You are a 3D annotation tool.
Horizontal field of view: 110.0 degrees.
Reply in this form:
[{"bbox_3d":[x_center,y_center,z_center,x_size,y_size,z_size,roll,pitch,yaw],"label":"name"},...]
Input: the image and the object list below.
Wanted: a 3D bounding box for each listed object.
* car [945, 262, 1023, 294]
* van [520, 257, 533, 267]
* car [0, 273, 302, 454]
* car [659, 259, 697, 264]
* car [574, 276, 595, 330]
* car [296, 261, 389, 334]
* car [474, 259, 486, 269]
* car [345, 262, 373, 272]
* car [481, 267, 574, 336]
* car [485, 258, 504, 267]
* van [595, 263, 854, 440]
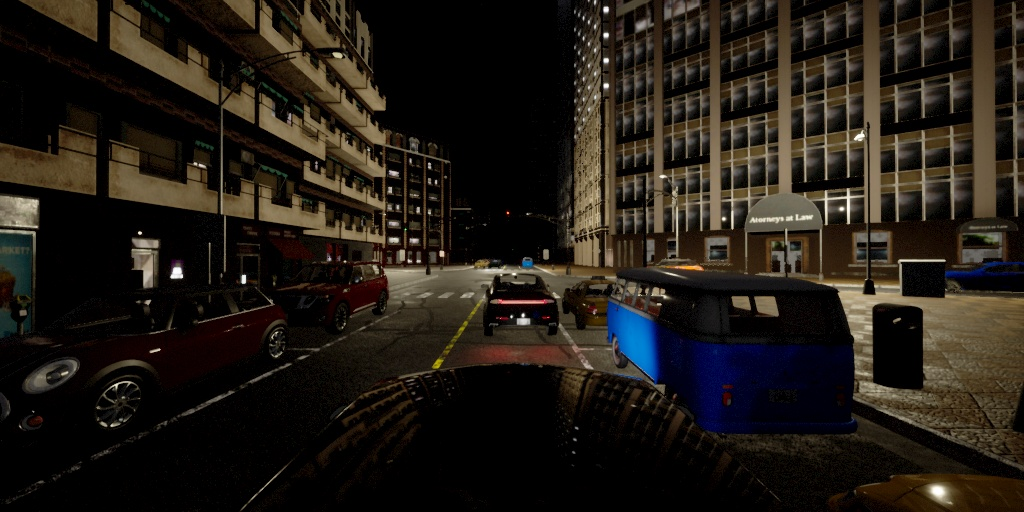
[{"bbox_3d":[22.714,1.027,16.721,5.008,1.535,1.882,-1,-1,41],"label":"car"},{"bbox_3d":[2.579,1.168,59.775,1.690,1.789,3.998,0,0,0],"label":"van"},{"bbox_3d":[-5.314,1.191,5.242,1.967,1.591,4.097,0,0,0],"label":"car"},{"bbox_3d":[11.491,1.015,26.346,4.553,1.767,2.097,-1,-1,41],"label":"car"},{"bbox_3d":[2.568,1.279,10.952,1.751,1.417,4.829,0,0,0],"label":"car"},{"bbox_3d":[-5.312,1.068,10.778,2.192,1.841,5.009,0,0,0],"label":"car"},{"bbox_3d":[-5.301,1.352,59.607,1.751,1.417,4.829,0,0,0],"label":"car"},{"bbox_3d":[-21.763,1.536,51.033,4.181,1.385,1.994,-1,-1,41],"label":"car"},{"bbox_3d":[0.135,1.245,10.388,2.128,1.511,4.902,0,0,-3],"label":"car"},{"bbox_3d":[-2.804,1.425,58.866,1.895,1.301,4.718,0,0,2],"label":"car"},{"bbox_3d":[2.567,1.092,5.246,1.690,1.789,3.998,0,0,0],"label":"van"}]
